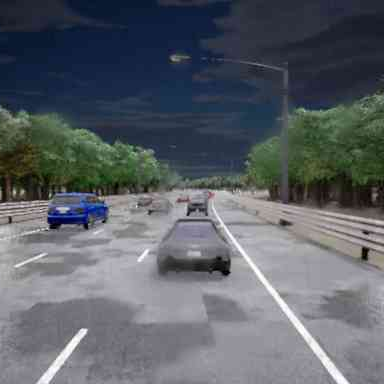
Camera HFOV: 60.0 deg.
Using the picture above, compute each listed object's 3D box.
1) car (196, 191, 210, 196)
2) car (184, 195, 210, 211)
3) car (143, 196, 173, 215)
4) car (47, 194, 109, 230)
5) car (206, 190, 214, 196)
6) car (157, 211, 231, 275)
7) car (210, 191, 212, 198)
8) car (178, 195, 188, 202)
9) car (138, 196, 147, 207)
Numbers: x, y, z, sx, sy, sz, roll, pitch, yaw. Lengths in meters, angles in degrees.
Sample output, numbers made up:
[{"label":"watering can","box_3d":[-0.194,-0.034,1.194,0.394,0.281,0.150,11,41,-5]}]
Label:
[{"label":"car","box_3d":[1.278,1.058,48.889,2.097,1.767,4.553,0,0,3]},{"label":"car","box_3d":[0.535,1.331,31.084,1.837,1.490,4.892,0,0,2]},{"label":"car","box_3d":[-2.914,1.366,31.417,2.033,1.411,5.357,0,0,2]},{"label":"car","box_3d":[-6.704,1.108,20.142,2.150,2.045,5.566,0,0,1]},{"label":"car","box_3d":[4.168,0.597,89.552,2.150,2.045,5.566,0,1,5]},{"label":"car","box_3d":[0.076,1.513,10.345,1.994,1.385,4.181,0,0,1]},{"label":"car","box_3d":[3.230,1.071,78.689,1.895,1.301,4.718,0,1,5]},{"label":"car","box_3d":[-1.423,1.176,61.446,1.994,1.385,4.181,0,0,4]},{"label":"car","box_3d":[-5.884,1.224,44.003,2.128,1.511,4.902,0,0,3]}]
